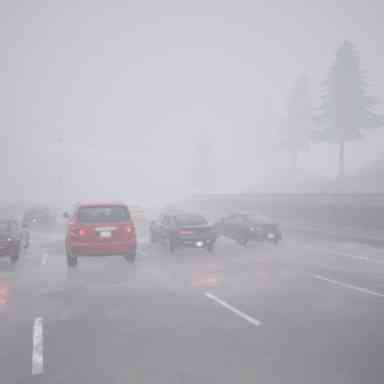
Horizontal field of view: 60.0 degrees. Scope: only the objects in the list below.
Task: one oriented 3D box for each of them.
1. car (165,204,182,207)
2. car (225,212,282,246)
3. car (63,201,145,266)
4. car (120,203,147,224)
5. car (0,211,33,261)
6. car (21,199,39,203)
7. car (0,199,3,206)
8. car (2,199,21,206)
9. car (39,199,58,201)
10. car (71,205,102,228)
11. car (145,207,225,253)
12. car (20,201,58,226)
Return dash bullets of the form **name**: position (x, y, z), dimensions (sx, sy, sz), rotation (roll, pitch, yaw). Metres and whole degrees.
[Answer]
- **car**: position (-1.622, 1.802, 28.924), dimensions (1.812, 1.442, 4.674), rotation (0, 0, -14)
- **car**: position (2.540, 1.683, 16.200), dimensions (1.812, 1.442, 4.674), rotation (0, 0, -20)
- **car**: position (-3.510, 1.342, 12.344), dimensions (2.150, 2.045, 5.566), rotation (0, 0, -21)
- **car**: position (-5.061, 1.746, 28.268), dimensions (1.882, 1.535, 5.008), rotation (0, 0, -14)
- **car**: position (-7.191, 1.640, 12.246), dimensions (1.812, 1.442, 4.674), rotation (0, 0, -20)
- **car**: position (-30.745, 2.081, 64.956), dimensions (1.882, 1.535, 5.008), rotation (0, -1, -1)
- **car**: position (-37.741, 2.145, 65.536), dimensions (2.033, 1.411, 5.357), rotation (0, -1, -1)
- **car**: position (-34.238, 2.143, 65.245), dimensions (2.033, 1.411, 5.357), rotation (0, -1, -1)
- **car**: position (-27.243, 2.103, 64.666), dimensions (1.837, 1.490, 4.892), rotation (0, -1, -1)
- **car**: position (-8.011, 1.789, 25.623), dimensions (2.033, 1.411, 5.357), rotation (0, -1, -15)
- **car**: position (-0.567, 1.647, 14.502), dimensions (1.837, 1.490, 4.892), rotation (0, 0, -20)
- **car**: position (-11.606, 1.746, 25.598), dimensions (1.837, 1.490, 4.892), rotation (0, 0, -15)
